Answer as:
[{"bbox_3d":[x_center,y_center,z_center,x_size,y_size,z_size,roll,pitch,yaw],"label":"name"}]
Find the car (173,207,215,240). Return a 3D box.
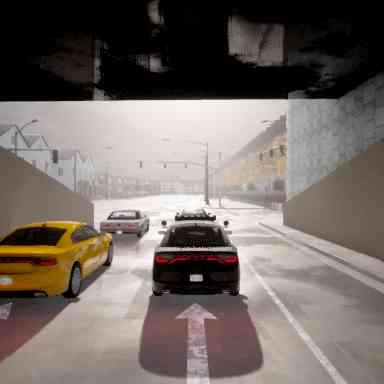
[{"bbox_3d":[0.094,1.564,17.852,1.994,1.385,4.181,0,0,0],"label":"car"}]

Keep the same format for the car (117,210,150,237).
[{"bbox_3d":[-3.404,1.601,17.808,1.895,1.301,4.718,0,0,0],"label":"car"}]

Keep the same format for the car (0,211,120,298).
[{"bbox_3d":[-3.409,1.478,8.565,1.882,1.535,5.008,0,0,0],"label":"car"}]

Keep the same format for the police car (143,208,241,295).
[{"bbox_3d":[0.087,1.425,8.890,1.930,1.638,5.238,0,0,0],"label":"police car"}]
